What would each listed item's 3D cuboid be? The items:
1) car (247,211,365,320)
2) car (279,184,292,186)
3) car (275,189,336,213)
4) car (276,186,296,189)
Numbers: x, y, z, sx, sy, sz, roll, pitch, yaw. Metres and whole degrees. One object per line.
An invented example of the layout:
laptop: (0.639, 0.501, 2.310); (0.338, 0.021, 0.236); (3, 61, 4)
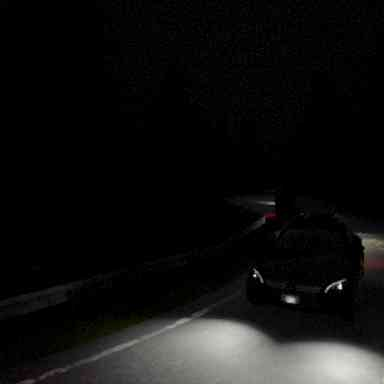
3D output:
car: (2.786, 1.426, 7.469); (1.812, 1.442, 4.674); (0, 2, 30)
car: (12.517, -0.313, 44.217); (2.128, 1.511, 4.902); (0, 3, 29)
car: (5.862, 0.898, 17.492); (1.882, 1.535, 5.008); (1, 3, -1)
car: (8.485, 0.569, 27.514); (2.033, 1.411, 5.357); (2, 3, -2)
